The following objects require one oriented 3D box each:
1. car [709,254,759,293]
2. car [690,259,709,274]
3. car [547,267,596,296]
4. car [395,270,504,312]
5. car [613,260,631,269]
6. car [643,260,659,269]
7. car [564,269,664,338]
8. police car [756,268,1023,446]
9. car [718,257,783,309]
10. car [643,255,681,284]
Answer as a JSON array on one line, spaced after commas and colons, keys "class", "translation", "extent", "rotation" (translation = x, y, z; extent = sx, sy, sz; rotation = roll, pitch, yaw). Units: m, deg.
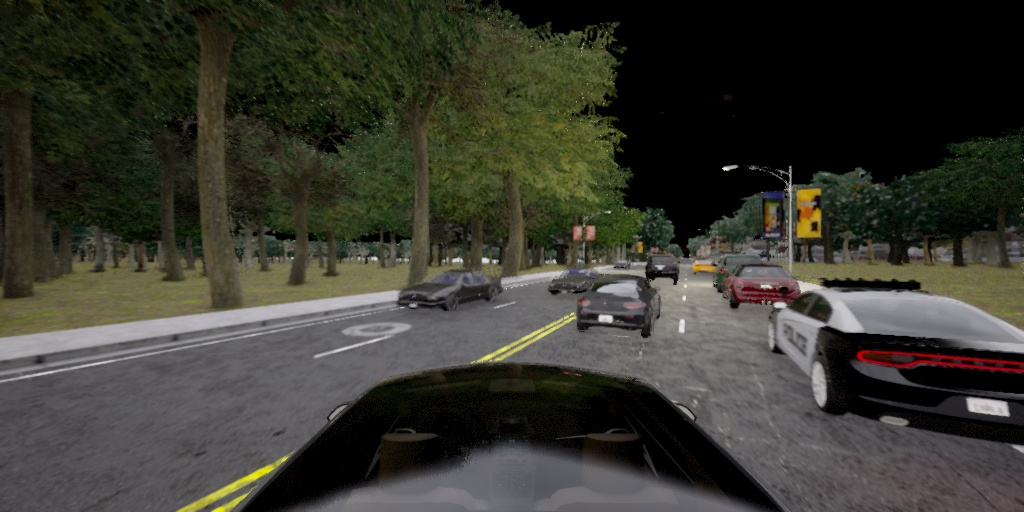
[{"class": "car", "translation": [12.453, 0.934, 19.872], "extent": [2.150, 2.045, 5.566], "rotation": [0, 0, 26]}, {"class": "car", "translation": [20.918, 1.186, 39.312], "extent": [1.882, 1.535, 5.008], "rotation": [0, 0, 26]}, {"class": "car", "translation": [3.576, 1.278, 18.971], "extent": [2.033, 1.411, 5.357], "rotation": [0, 0, 26]}, {"class": "car", "translation": [-2.199, 1.294, 14.570], "extent": [2.033, 1.411, 5.357], "rotation": [0, 0, 26]}, {"class": "car", "translation": [15.883, 1.284, 51.431], "extent": [2.033, 1.411, 5.357], "rotation": [0, 0, 26]}, {"class": "car", "translation": [21.495, 1.338, 55.440], "extent": [1.895, 1.301, 4.718], "rotation": [0, 0, 27]}, {"class": "car", "translation": [3.151, 1.262, 10.259], "extent": [1.812, 1.442, 4.674], "rotation": [0, 0, 26]}, {"class": "police car", "translation": [5.448, 1.159, 5.575], "extent": [1.930, 1.638, 5.238], "rotation": [0, 0, 26]}, {"class": "car", "translation": [9.786, 1.068, 14.430], "extent": [2.097, 1.767, 4.553], "rotation": [0, 0, 26]}, {"class": "car", "translation": [11.302, 0.935, 26.900], "extent": [2.150, 2.045, 5.566], "rotation": [0, 0, 26]}]
